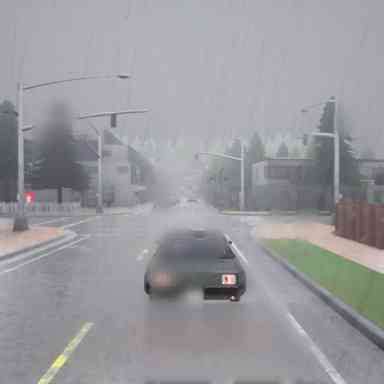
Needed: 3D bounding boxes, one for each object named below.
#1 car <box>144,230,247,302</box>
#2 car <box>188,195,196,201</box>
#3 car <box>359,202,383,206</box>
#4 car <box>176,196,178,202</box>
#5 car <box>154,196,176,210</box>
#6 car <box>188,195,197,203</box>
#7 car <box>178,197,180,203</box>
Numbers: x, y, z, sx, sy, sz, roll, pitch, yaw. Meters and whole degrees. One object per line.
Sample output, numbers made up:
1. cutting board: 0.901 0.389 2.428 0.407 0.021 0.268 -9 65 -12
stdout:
1. car: 0.072 1.601 8.219 1.895 1.301 4.718 0 0 0
2. car: 0.039 1.478 81.486 1.882 1.535 5.008 0 0 0
3. car: 15.313 1.582 29.278 4.718 1.301 1.895 0 0 -8
4. car: -3.569 1.526 52.283 1.812 1.442 4.674 0 0 0
5. car: -3.578 1.352 42.005 2.097 1.767 4.553 0 0 0
6. car: 0.037 1.595 71.450 1.895 1.301 4.718 0 0 0
7. car: -3.487 1.490 67.396 2.128 1.511 4.902 0 0 0
